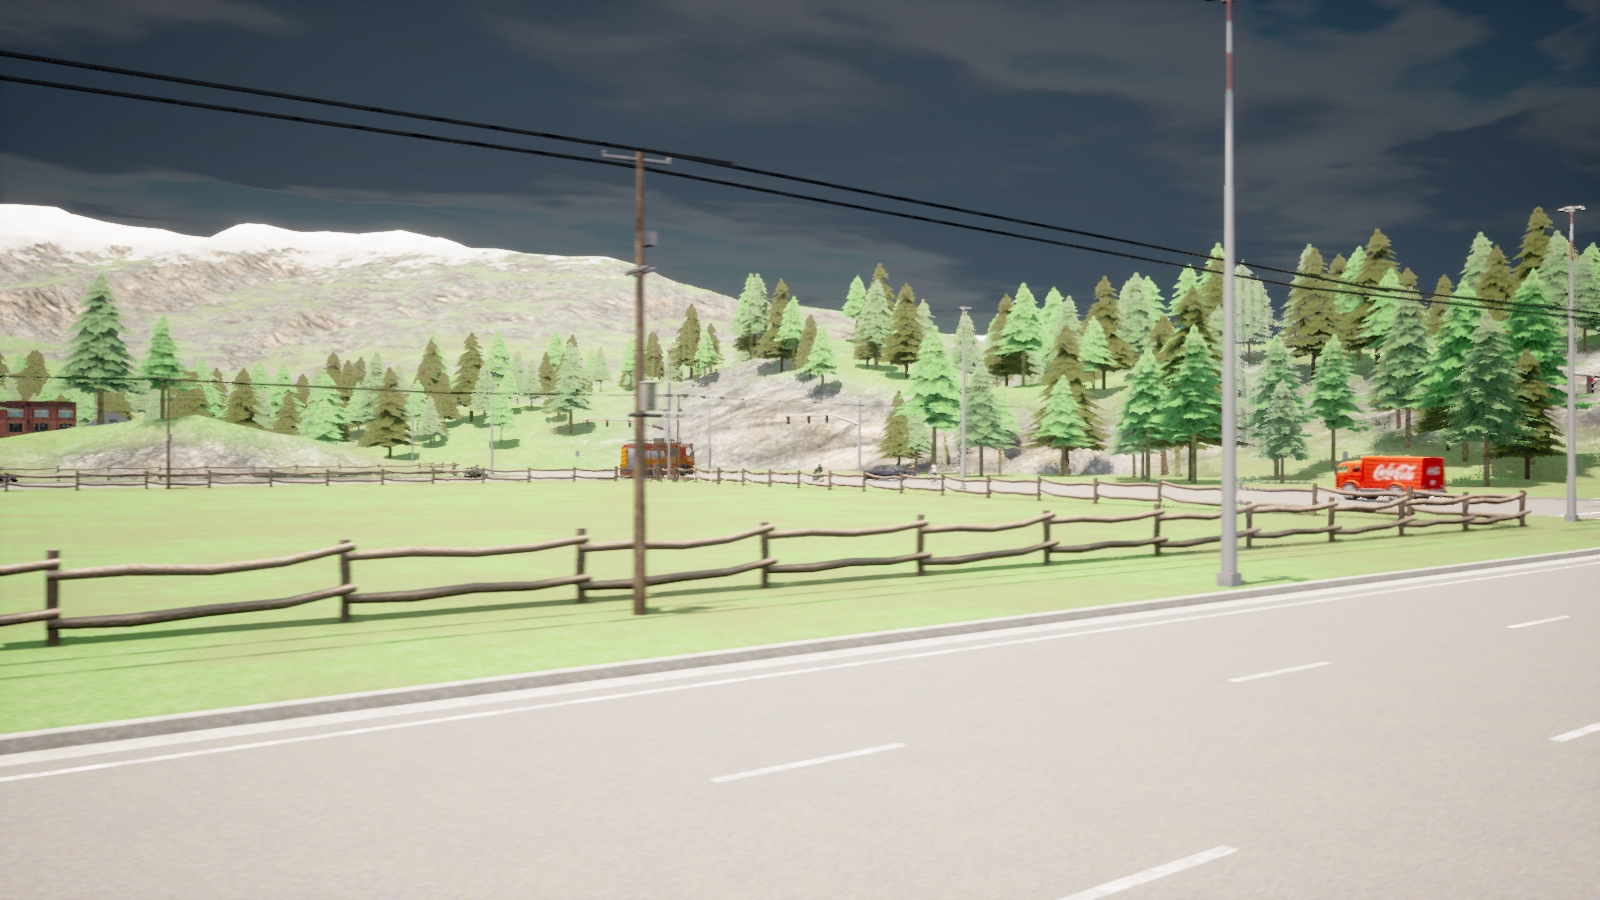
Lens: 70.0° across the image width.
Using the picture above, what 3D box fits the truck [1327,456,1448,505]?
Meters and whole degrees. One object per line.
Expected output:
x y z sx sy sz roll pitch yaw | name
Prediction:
31.657 1.570 61.709 2.627 2.467 5.204 0 0 -33 | truck
